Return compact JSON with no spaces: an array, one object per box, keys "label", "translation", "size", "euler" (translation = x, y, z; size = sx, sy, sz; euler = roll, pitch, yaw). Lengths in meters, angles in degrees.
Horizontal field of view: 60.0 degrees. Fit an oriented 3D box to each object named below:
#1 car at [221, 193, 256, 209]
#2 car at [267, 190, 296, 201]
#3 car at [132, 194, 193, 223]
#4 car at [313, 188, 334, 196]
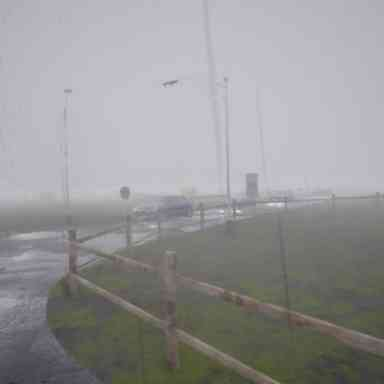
[{"label":"car","translation":[4.591,0.808,32.073],"size":[1.812,1.442,4.674],"euler":[-1,1,35]},{"label":"car","translation":[11.177,0.475,41.162],"size":[2.033,1.411,5.357],"euler":[-1,1,36]},{"label":"car","translation":[-1.923,0.995,22.500],"size":[2.097,1.767,4.553],"euler":[-1,1,35]},{"label":"car","translation":[21.031,0.051,53.372],"size":[1.895,1.301,4.718],"euler":[-1,2,40]}]
